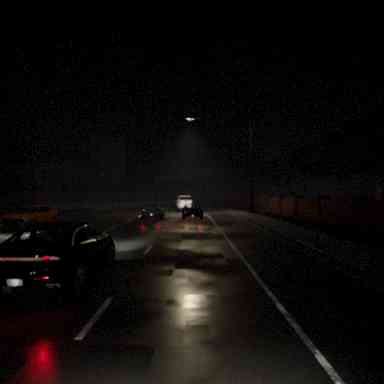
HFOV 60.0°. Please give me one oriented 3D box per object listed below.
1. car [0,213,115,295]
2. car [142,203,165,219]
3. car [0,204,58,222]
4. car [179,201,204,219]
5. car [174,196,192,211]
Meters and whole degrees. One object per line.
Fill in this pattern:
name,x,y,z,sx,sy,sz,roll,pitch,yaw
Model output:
car,-3.400,1.539,8.826,2.128,1.511,4.902,0,0,0
car,-3.478,1.687,30.356,1.812,1.442,4.674,0,0,-1
car,-10.528,1.594,21.842,1.882,1.535,5.008,0,-1,0
car,0.014,1.765,30.739,1.895,1.301,4.718,0,0,-1
car,-1.184,1.524,45.092,2.150,2.045,5.566,0,-1,-8
